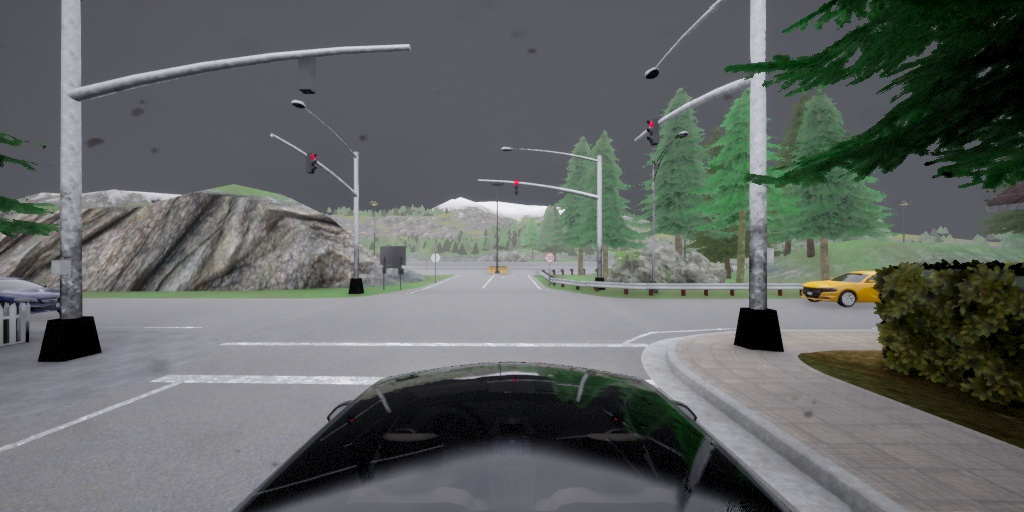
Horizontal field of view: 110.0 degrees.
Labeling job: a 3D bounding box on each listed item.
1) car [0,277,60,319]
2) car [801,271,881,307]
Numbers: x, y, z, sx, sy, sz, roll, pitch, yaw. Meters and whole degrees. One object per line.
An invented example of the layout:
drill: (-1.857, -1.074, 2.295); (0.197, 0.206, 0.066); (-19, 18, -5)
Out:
car: (-18.279, 1.467, 12.677); (4.674, 1.442, 1.812); (0, 0, 0)
car: (15.954, 1.419, 16.193); (5.008, 1.535, 1.882); (0, 0, 0)
